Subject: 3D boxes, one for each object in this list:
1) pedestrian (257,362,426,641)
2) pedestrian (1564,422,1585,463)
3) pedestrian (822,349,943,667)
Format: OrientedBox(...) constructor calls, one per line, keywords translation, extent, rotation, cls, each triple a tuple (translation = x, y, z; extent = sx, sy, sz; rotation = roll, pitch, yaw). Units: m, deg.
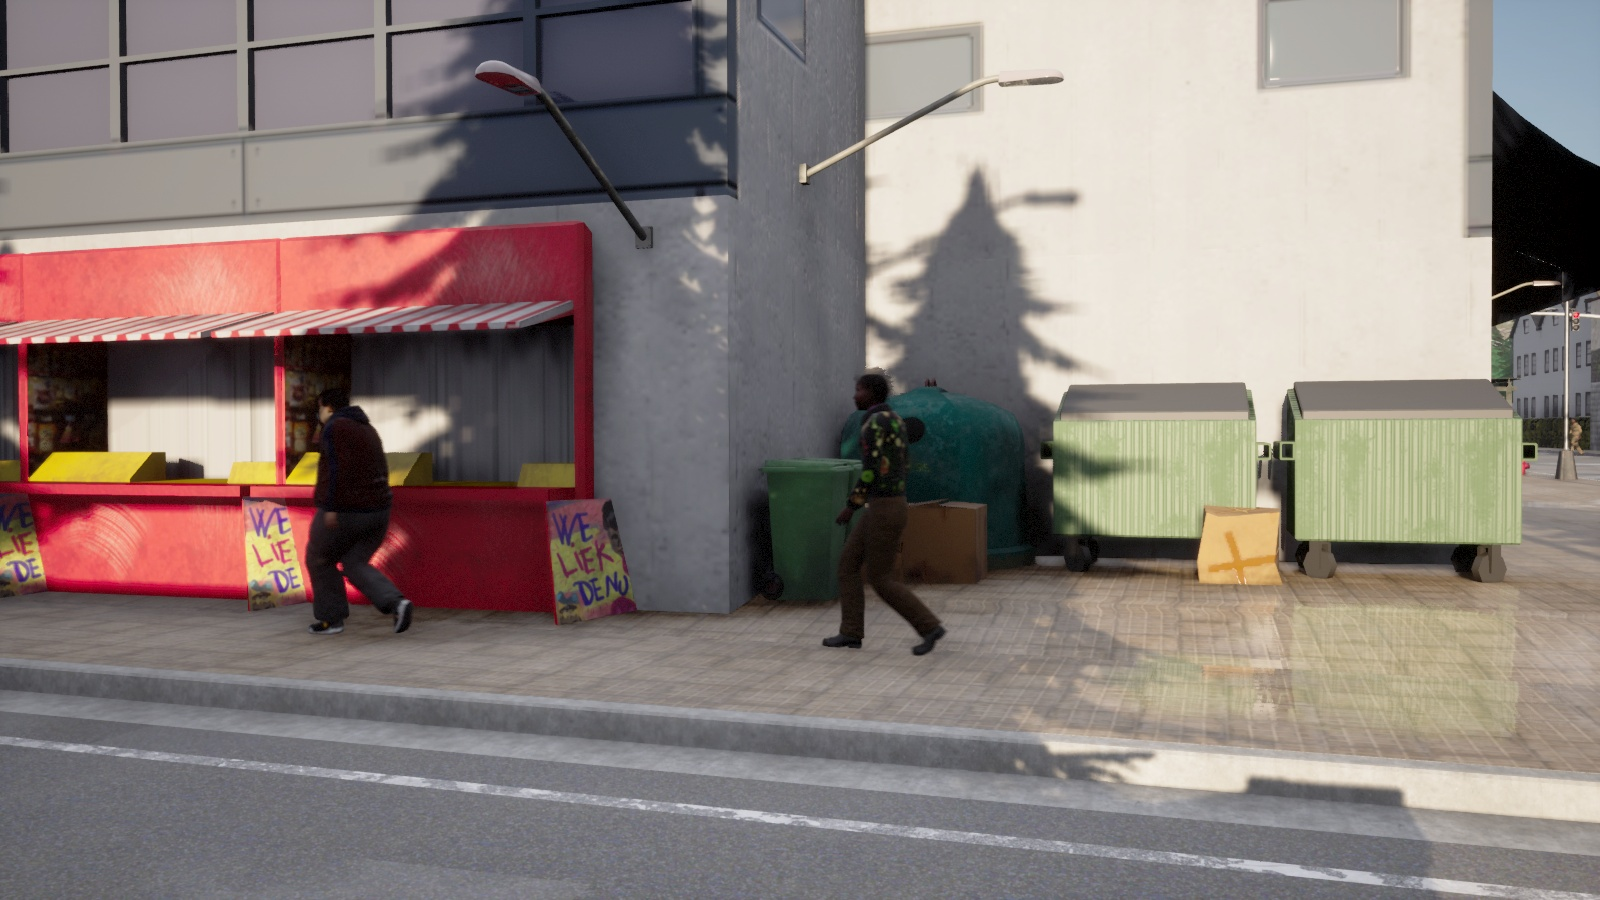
OrientedBox(translation=(-3.175, 0.336, 8.734), extent=(0.899, 1.844, 0.634), rotation=(1, 1, 18), cls="pedestrian")
OrientedBox(translation=(36.325, -0.359, 58.885), extent=(0.692, 1.930, 0.396), rotation=(0, 1, 0), cls="pedestrian")
OrientedBox(translation=(0.524, 0.349, 7.912), extent=(0.692, 1.930, 0.395), rotation=(0, 1, 14), cls="pedestrian")
